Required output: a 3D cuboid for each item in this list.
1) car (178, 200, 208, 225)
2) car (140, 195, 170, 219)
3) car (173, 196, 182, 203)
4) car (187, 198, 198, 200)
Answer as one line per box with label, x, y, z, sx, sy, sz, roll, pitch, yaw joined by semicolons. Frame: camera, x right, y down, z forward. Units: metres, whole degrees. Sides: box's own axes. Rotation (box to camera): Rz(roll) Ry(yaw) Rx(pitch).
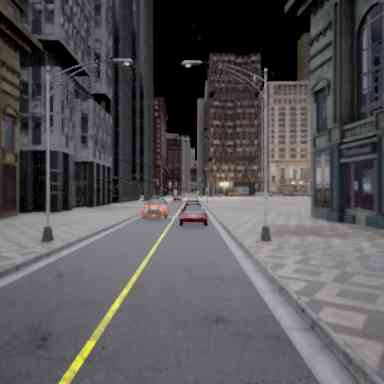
car;0.096;1.544;24.096;1.994;1.385;4.181;0;0;0
car;-3.096;1.328;29.159;2.097;1.767;4.553;0;0;0
car;-3.011;1.553;69.667;1.895;1.301;4.718;0;0;0
car;0.092;1.467;43.551;2.128;1.511;4.902;0;0;0
